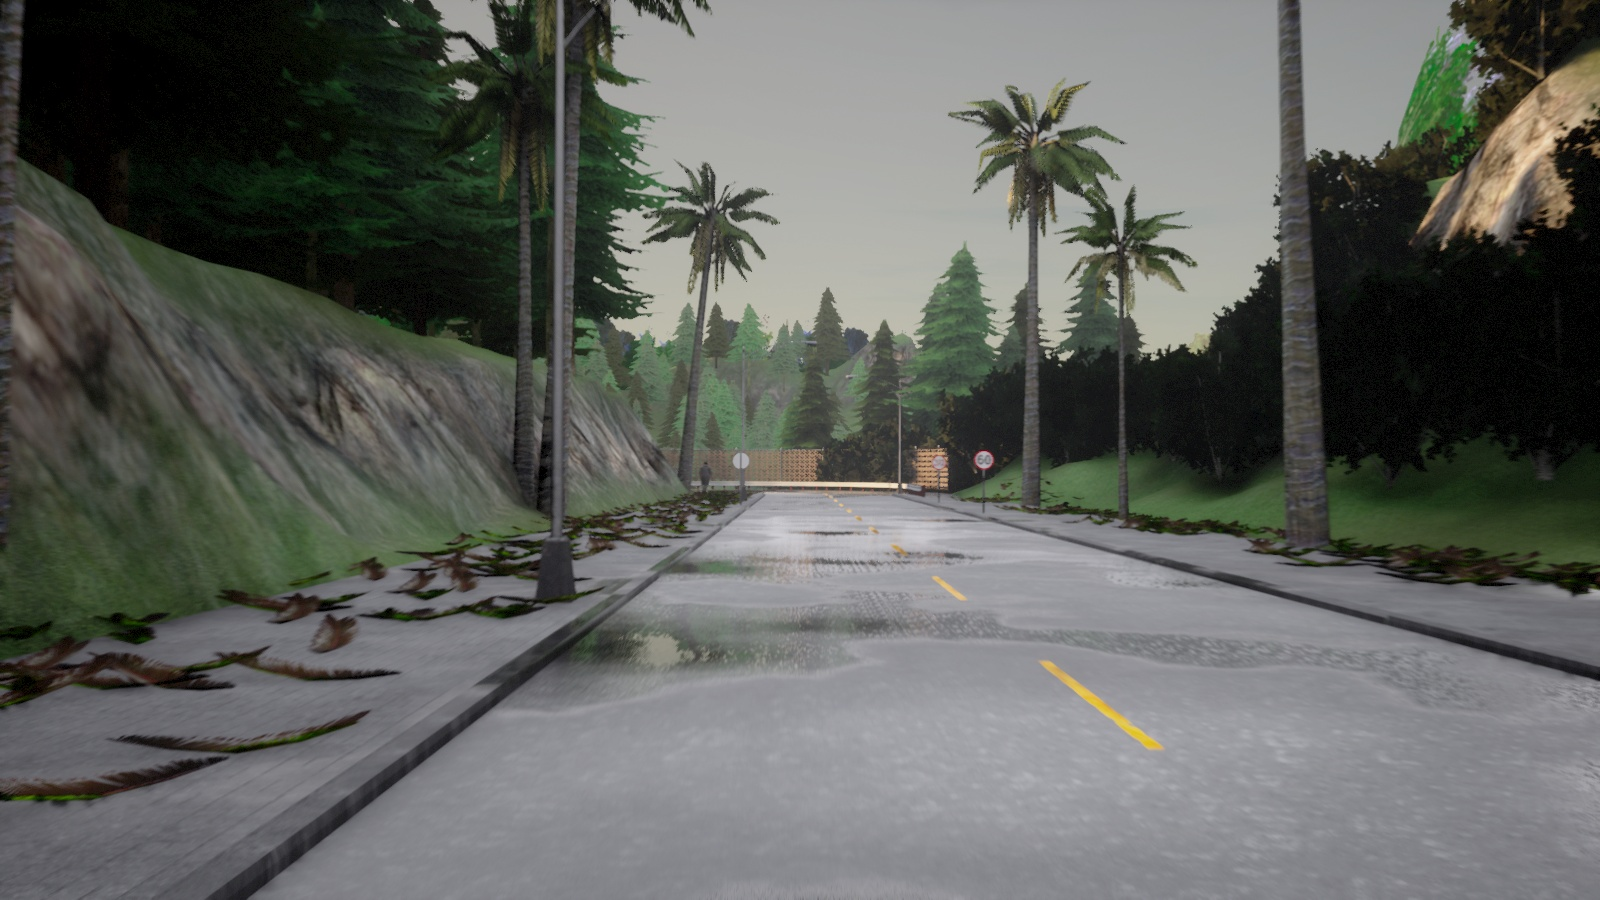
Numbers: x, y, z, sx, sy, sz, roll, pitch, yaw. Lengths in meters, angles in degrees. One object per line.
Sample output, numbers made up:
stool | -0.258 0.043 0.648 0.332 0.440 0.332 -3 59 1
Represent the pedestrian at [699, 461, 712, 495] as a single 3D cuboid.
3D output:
pedestrian | -5.404 1.586 72.093 0.659 1.952 0.873 0 -1 0
